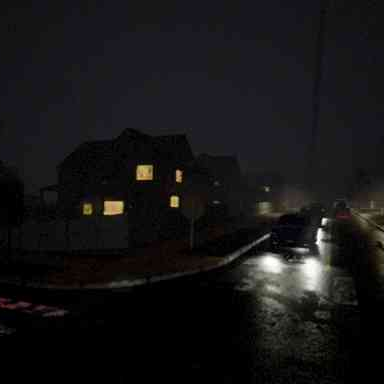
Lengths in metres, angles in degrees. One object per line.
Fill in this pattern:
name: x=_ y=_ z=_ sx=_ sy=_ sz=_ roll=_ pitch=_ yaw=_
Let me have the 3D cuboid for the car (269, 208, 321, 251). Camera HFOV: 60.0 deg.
car: x=4.960 y=1.765 z=15.915 sx=1.882 sy=1.535 sz=5.008 roll=0 pitch=0 yaw=23

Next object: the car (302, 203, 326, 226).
car: x=9.585 y=1.933 z=26.983 sx=2.128 sy=1.511 sz=4.902 roll=0 pitch=-1 yaw=23

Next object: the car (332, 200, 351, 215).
car: x=20.200 y=2.244 z=44.753 sx=1.837 sy=1.490 sz=4.892 roll=0 pitch=-1 yaw=22
